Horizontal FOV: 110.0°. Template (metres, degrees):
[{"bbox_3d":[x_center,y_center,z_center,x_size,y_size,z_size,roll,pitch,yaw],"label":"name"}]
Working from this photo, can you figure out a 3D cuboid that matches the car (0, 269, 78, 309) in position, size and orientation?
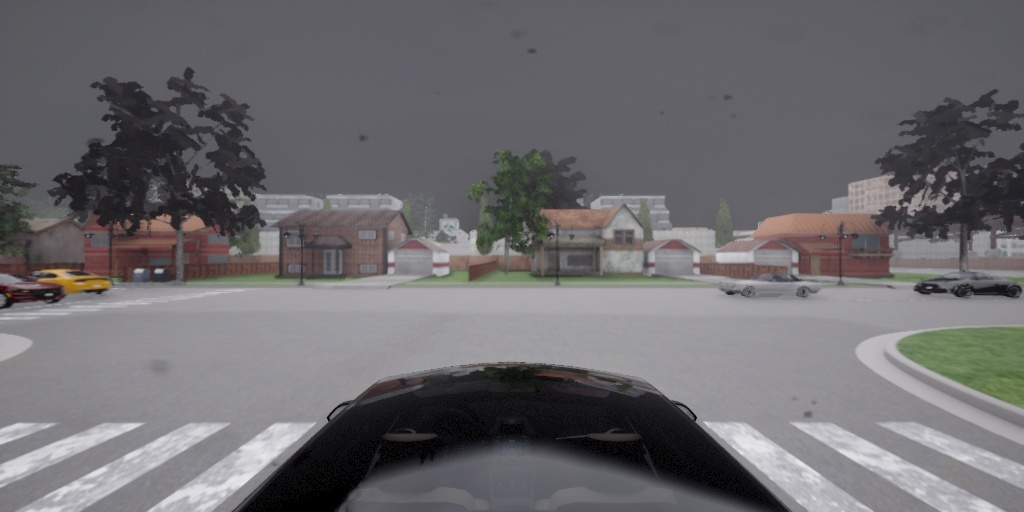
[{"bbox_3d":[-23.190,1.460,16.026,5.008,1.535,1.882,0,0,0],"label":"car"}]

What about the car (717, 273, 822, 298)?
[{"bbox_3d":[14.084,1.610,19.864,4.718,1.301,1.895,0,0,0],"label":"car"}]

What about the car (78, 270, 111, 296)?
[{"bbox_3d":[-25.175,1.483,19.673,5.008,1.535,1.882,0,0,1],"label":"car"}]

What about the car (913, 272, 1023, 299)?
[{"bbox_3d":[25.124,1.573,19.877,4.181,1.385,1.994,0,0,1],"label":"car"}]
